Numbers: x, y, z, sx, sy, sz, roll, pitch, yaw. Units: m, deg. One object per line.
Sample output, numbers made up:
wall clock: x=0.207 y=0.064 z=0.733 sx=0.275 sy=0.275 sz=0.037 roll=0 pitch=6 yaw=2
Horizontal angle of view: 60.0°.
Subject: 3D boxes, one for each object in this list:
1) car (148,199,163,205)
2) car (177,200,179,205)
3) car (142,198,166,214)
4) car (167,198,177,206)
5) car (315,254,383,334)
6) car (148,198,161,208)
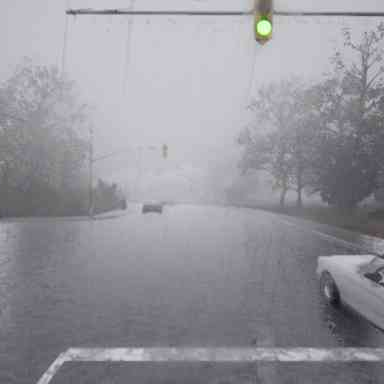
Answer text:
car: x=-8.224 y=2.262 z=75.103 sx=1.895 sy=1.301 sz=4.718 roll=0 pitch=-1 yaw=-25
car: x=-4.424 y=2.160 z=75.036 sx=2.128 sy=1.511 sz=4.902 roll=0 pitch=-1 yaw=-22
car: x=-4.016 y=1.454 z=34.589 sx=1.882 sy=1.535 sz=5.008 roll=0 pitch=0 yaw=-3
car: x=-4.967 y=2.078 z=65.777 sx=1.895 sy=1.301 sz=4.718 roll=0 pitch=-1 yaw=-19
car: x=3.601 y=1.587 z=5.111 sx=1.895 sy=1.301 sz=4.718 roll=0 pitch=0 yaw=0
car: x=-6.328 y=1.801 z=55.804 sx=1.837 sy=1.490 sz=4.892 roll=0 pitch=-1 yaw=-10
